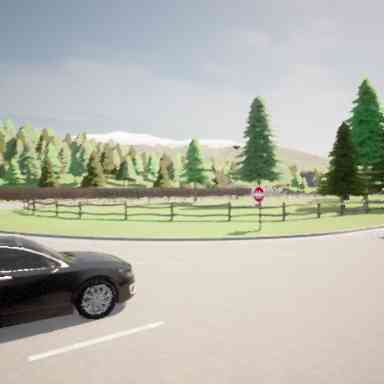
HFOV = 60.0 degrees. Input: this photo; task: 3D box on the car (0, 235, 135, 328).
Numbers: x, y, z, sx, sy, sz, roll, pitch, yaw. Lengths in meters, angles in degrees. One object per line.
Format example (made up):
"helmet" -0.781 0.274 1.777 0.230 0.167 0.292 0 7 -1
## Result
"car" -3.364 1.501 5.646 4.892 1.490 1.837 -1 0 -36
